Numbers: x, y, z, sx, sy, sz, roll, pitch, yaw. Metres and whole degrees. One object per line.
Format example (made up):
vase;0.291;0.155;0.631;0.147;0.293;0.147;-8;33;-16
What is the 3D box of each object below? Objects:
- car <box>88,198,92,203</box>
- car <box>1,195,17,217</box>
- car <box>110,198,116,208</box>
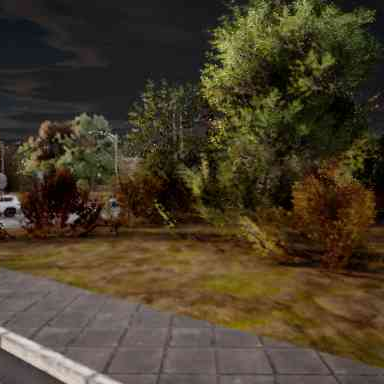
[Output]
car;-13.543;1.465;38.615;2.097;1.767;4.553;0;0;32
car;-18.702;1.332;30.431;2.150;2.045;5.566;0;0;32
car;-11.519;1.652;48.361;1.812;1.442;4.674;0;0;32
